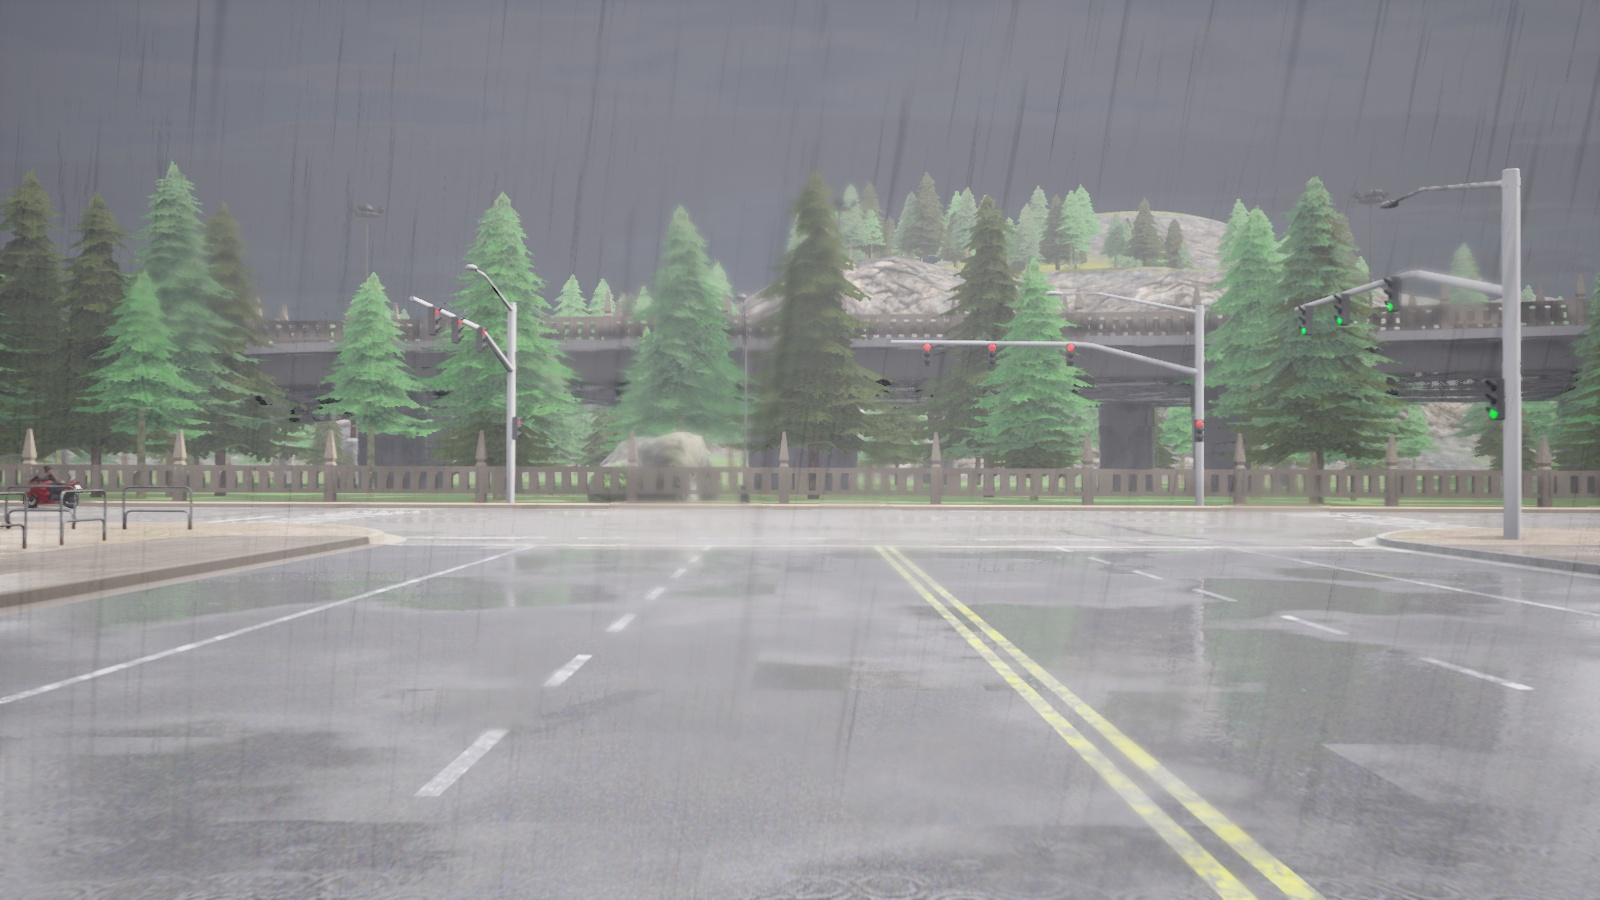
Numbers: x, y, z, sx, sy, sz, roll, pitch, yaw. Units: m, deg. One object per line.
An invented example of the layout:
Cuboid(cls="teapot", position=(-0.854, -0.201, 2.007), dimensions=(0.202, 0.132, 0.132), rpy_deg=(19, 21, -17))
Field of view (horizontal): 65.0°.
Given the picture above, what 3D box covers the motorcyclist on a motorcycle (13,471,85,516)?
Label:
Cuboid(cls="motorcyclist on a motorcycle", position=(-26.189, 1.508, 43.817), dimensions=(2.044, 1.523, 0.797), rpy_deg=(0, -1, 1))
